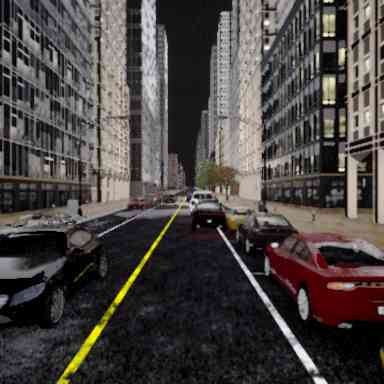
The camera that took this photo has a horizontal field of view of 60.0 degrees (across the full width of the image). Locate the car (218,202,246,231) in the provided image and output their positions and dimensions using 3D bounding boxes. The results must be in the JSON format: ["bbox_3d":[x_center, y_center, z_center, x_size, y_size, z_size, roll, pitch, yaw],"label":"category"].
[{"bbox_3d":[2.693,1.367,18.362,1.752,1.417,4.829,0,1,0],"label":"car"}]

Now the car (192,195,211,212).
[{"bbox_3d":[0.896,1.162,35.426,1.882,1.535,5.008,0,1,0],"label":"car"}]

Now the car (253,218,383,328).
[{"bbox_3d":[2.694,1.487,6.842,1.887,1.381,4.507,0,0,0],"label":"car"}]

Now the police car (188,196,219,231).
[{"bbox_3d":[0.897,1.257,19.536,1.930,1.638,5.238,0,1,0],"label":"police car"}]

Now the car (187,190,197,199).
[{"bbox_3d":[-0.007,0.563,69.875,2.097,1.767,4.553,0,1,0],"label":"car"}]

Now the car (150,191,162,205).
[{"bbox_3d":[-5.688,1.015,46.576,1.967,1.590,4.097,0,1,0],"label":"car"}]

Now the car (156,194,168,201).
[{"bbox_3d":[-5.691,0.983,63.602,1.802,1.307,4.206,1,1,0],"label":"car"}]

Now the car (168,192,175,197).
[{"bbox_3d":[-5.692,0.615,91.809,1.752,1.417,4.829,1,1,0],"label":"car"}]

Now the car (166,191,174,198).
[{"bbox_3d":[-5.691,0.593,86.302,1.967,1.590,4.097,1,1,0],"label":"car"}]

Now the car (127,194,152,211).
[{"bbox_3d":[-5.689,1.230,35.225,1.887,1.381,4.507,0,1,0],"label":"car"}]

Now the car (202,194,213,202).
[{"bbox_3d":[2.690,1.042,57.914,1.802,1.307,4.206,1,1,0],"label":"car"}]

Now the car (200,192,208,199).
[{"bbox_3d":[2.689,0.803,75.107,1.752,1.417,4.829,1,1,0],"label":"car"}]

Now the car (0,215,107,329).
[{"bbox_3d":[-3.102,1.466,6.992,1.812,1.442,4.674,0,0,0],"label":"car"}]

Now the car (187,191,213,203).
[{"bbox_3d":[0.896,0.965,29.454,2.150,2.045,5.566,0,1,0],"label":"car"}]

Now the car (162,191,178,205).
[{"bbox_3d":[-3.088,1.068,47.734,1.837,1.490,4.892,0,1,0],"label":"car"}]

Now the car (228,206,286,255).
[{"bbox_3d":[2.693,1.444,12.516,2.008,1.369,4.403,0,1,0],"label":"car"}]

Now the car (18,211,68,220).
[{"bbox_3d":[-5.687,1.444,12.522,2.008,1.369,4.403,0,0,0],"label":"car"}]

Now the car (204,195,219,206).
[{"bbox_3d":[2.691,1.141,46.565,1.947,1.339,4.313,0,1,0],"label":"car"}]

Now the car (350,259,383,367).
[{"bbox_3d":[2.694,1.513,1.337,1.752,1.417,4.829,0,0,0],"label":"car"}]

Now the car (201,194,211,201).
[{"bbox_3d":[2.690,0.983,63.588,1.802,1.307,4.206,1,1,0],"label":"car"}]

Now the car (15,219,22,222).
[{"bbox_3d":[-5.687,1.493,6.847,2.008,1.369,4.403,0,0,0],"label":"car"}]

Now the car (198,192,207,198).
[{"bbox_3d":[2.688,0.719,86.286,1.947,1.339,4.313,1,1,0],"label":"car"}]

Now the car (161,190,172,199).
[{"bbox_3d":[-5.689,0.595,74.951,2.192,1.841,5.009,1,1,0],"label":"car"}]
